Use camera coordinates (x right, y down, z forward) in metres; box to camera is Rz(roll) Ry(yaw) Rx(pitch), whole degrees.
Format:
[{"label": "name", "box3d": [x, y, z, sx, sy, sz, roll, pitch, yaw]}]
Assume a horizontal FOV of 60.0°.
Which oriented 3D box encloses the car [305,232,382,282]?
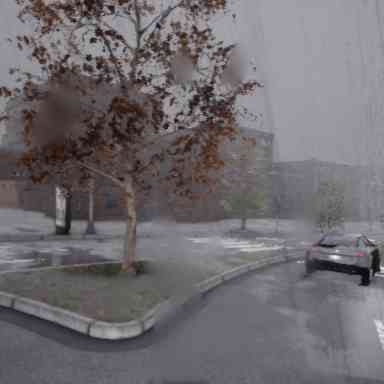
[{"label": "car", "box3d": [5.499, 2.144, 11.850, 1.994, 1.385, 4.181, 2, -4, 34]}]
